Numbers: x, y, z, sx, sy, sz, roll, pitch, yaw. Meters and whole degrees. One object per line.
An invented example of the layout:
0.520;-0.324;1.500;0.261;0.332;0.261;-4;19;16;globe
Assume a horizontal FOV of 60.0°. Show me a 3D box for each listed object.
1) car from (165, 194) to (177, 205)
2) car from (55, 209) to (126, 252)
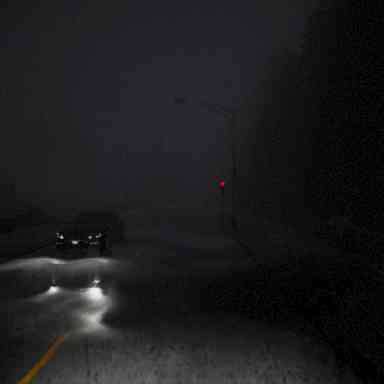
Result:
-3.998;1.353;64.243;2.150;2.045;5.566;0;0;0;car
-4.072;1.534;14.043;1.837;1.490;4.892;0;-1;0;car
